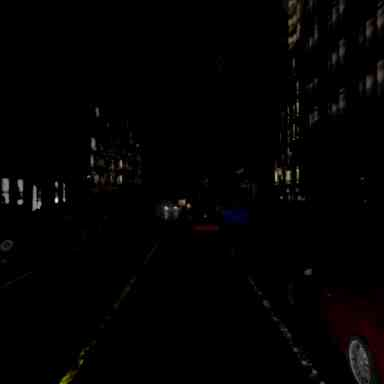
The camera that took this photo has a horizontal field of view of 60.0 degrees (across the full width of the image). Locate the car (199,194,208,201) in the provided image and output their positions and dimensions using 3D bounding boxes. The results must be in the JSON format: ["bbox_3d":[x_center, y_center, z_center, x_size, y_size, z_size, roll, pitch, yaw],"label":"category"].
[{"bbox_3d":[2.703,1.367,78.913,1.967,1.590,4.097,0,0,0],"label":"car"}]

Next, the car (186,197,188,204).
[{"bbox_3d":[0.009,1.314,60.740,2.097,1.767,4.553,0,0,0],"label":"car"}]

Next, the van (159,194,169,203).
[{"bbox_3d":[-5.680,1.292,67.533,1.690,1.788,3.998,0,0,0],"label":"van"}]

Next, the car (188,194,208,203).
[{"bbox_3d":[0.855,1.334,34.970,2.097,1.767,4.553,0,0,-1],"label":"car"}]

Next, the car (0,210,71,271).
[{"bbox_3d":[-5.689,1.438,10.608,1.967,1.590,4.097,0,0,0],"label":"car"}]

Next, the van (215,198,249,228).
[{"bbox_3d":[2.693,1.332,21.989,1.690,1.788,3.998,0,0,0],"label":"van"}]

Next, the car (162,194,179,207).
[{"bbox_3d":[-3.072,1.498,50.892,1.812,1.442,4.674,0,0,0],"label":"car"}]

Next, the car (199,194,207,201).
[{"bbox_3d":[2.703,1.355,84.605,1.967,1.590,4.097,0,0,0],"label":"car"}]

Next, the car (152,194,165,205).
[{"bbox_3d":[-5.682,1.519,56.148,2.008,1.369,4.403,0,0,0],"label":"car"}]

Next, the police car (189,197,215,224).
[{"bbox_3d":[0.904,1.414,25.118,1.930,1.638,5.238,0,0,0],"label":"police car"}]

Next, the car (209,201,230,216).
[{"bbox_3d":[2.695,1.566,33.373,1.802,1.307,4.206,0,0,0],"label":"car"}]

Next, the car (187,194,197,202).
[{"bbox_3d":[0.011,1.246,75.740,2.097,1.767,4.553,0,0,0],"label":"car"}]

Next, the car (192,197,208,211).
[{"bbox_3d":[0.906,1.434,41.198,1.801,1.575,5.366,0,0,0],"label":"car"}]

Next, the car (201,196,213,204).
[{"bbox_3d":[2.700,1.511,61.835,2.008,1.369,4.403,0,0,0],"label":"car"}]

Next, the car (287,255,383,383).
[{"bbox_3d":[2.691,1.582,4.912,1.802,1.307,4.206,0,0,0],"label":"car"}]

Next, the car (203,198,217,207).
[{"bbox_3d":[2.698,1.555,50.451,1.802,1.307,4.206,0,0,0],"label":"car"}]

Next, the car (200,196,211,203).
[{"bbox_3d":[2.701,1.502,67.528,2.008,1.369,4.403,0,0,0],"label":"car"}]

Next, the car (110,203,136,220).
[{"bbox_3d":[-5.687,1.569,27.685,1.802,1.307,4.206,0,0,0],"label":"car"}]

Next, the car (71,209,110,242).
[{"bbox_3d":[-5.688,1.545,16.300,2.008,1.369,4.403,0,0,0],"label":"car"}]
